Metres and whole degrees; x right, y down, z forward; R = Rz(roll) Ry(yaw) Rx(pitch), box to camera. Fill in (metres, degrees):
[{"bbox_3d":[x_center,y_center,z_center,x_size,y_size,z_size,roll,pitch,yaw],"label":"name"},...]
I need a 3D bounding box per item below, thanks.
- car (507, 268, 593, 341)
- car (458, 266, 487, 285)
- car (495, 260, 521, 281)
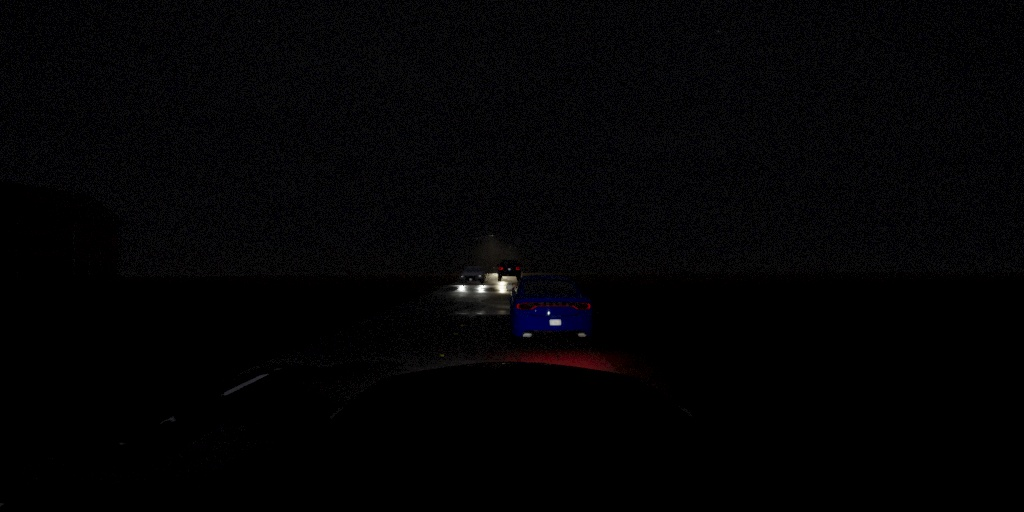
[{"bbox_3d":[0.881,1.254,9.970,1.882,1.535,5.008,0,0,-1],"label":"car"},{"bbox_3d":[-3.146,1.550,29.386,1.812,1.442,4.674,0,-1,0],"label":"car"},{"bbox_3d":[-0.280,1.390,35.910,2.150,2.045,5.566,0,-1,-1],"label":"car"}]
